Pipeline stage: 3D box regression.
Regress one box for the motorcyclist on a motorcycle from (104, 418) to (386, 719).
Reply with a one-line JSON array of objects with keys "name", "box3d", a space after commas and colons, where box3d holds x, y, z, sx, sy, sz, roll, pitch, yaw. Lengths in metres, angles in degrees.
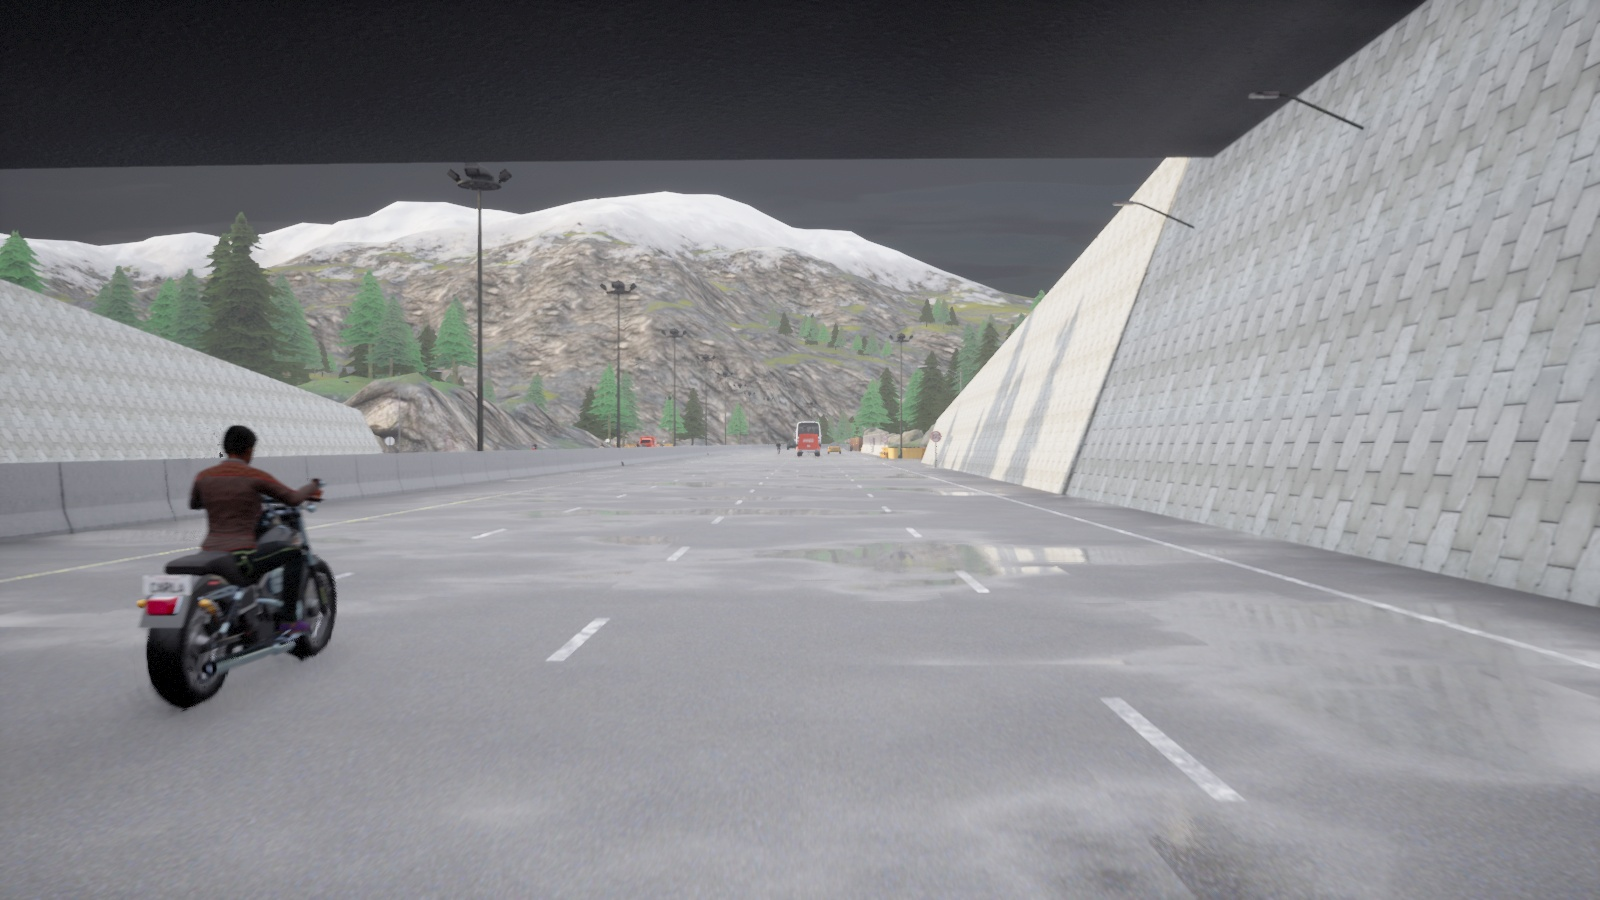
[{"name": "motorcyclist on a motorcycle", "box3d": [-3.439, 0.648, 8.078, 0.766, 1.649, 2.350, 0, 0, 0]}]
